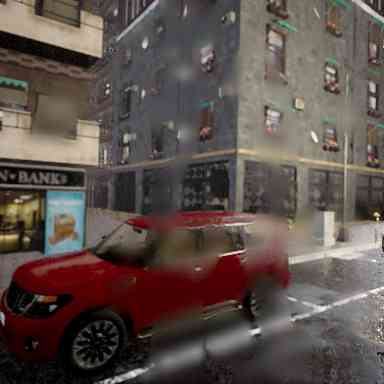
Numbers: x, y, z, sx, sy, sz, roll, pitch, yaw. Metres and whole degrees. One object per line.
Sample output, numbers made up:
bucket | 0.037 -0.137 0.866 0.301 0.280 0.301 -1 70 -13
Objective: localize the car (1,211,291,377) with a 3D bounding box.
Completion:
car | -0.396 1.326 5.780 5.009 1.841 2.192 0 2 -35

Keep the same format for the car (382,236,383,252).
car | 8.819 1.621 12.369 4.313 1.339 1.947 0 2 -35
